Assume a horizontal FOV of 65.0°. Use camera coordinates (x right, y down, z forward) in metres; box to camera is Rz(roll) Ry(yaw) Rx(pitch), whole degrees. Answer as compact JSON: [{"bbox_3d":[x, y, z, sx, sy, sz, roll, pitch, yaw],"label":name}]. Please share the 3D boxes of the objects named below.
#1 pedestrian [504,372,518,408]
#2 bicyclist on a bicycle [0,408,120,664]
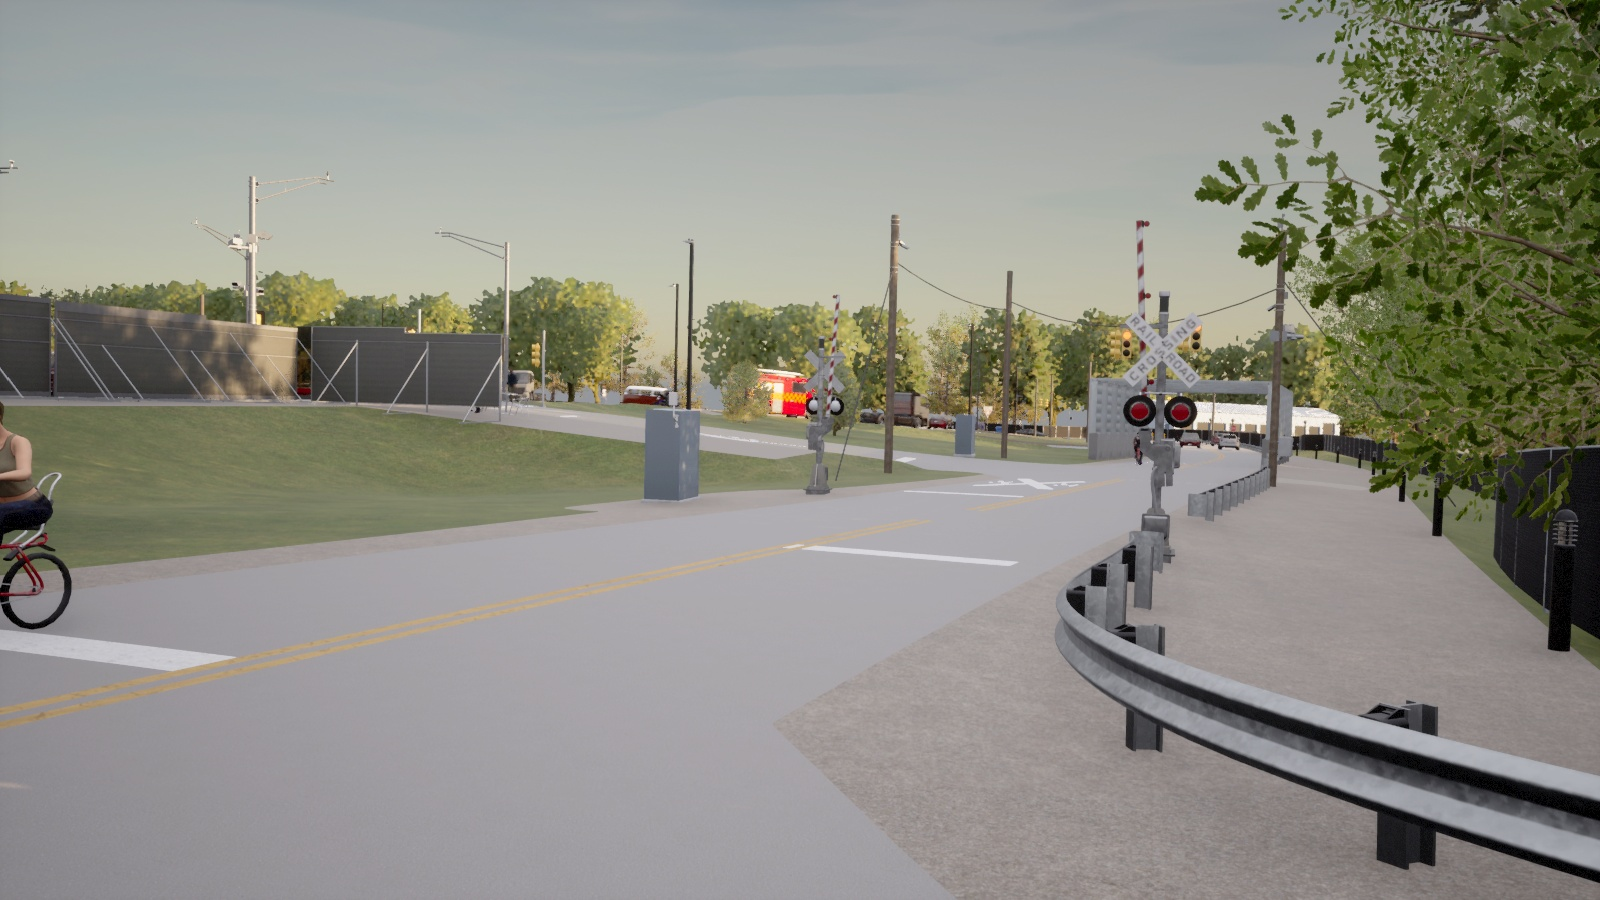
[{"bbox_3d":[-15.061,-3.127,65.365,0.402,1.842,0.726,1,3,17],"label":"pedestrian"},{"bbox_3d":[-5.397,0.536,8.178,0.866,1.612,1.509,1,1,19],"label":"bicyclist on a bicycle"}]
